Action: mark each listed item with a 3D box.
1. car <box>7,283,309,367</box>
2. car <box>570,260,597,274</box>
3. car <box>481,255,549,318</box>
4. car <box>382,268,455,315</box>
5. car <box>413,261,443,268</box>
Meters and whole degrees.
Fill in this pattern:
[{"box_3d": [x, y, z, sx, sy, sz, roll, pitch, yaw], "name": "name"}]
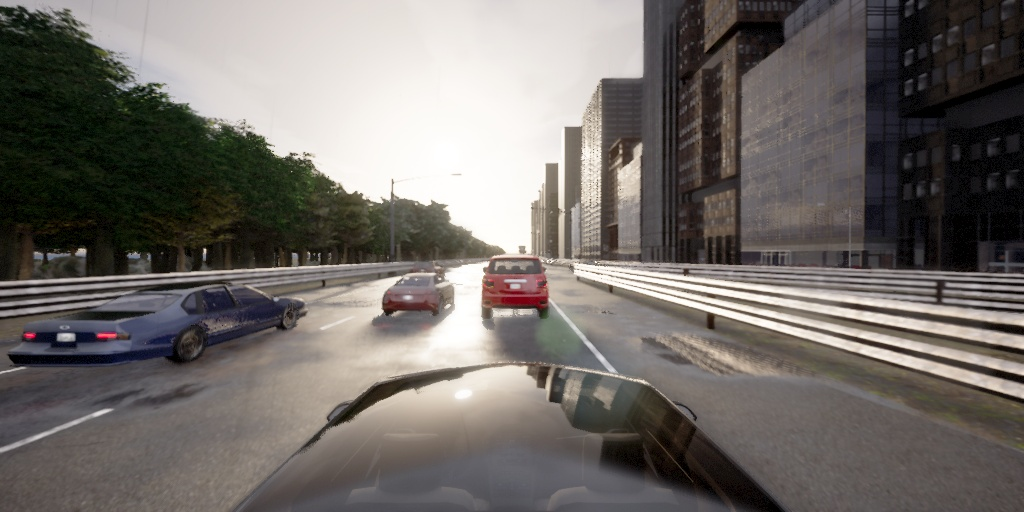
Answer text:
[{"box_3d": [-6.900, 1.308, 8.059, 2.033, 1.411, 5.357, 0, 0, 0], "name": "car"}, {"box_3d": [8.622, 1.301, 43.017, 2.033, 1.649, 4.856, 0, 0, -12], "name": "car"}, {"box_3d": [0.099, 0.991, 13.196, 2.150, 2.045, 5.566, 0, 0, 0], "name": "car"}, {"box_3d": [-3.401, 1.335, 13.735, 1.994, 1.385, 4.181, 0, 0, 0], "name": "car"}, {"box_3d": [-6.902, 1.156, 29.796, 2.097, 1.767, 4.553, 0, 0, 0], "name": "car"}]
